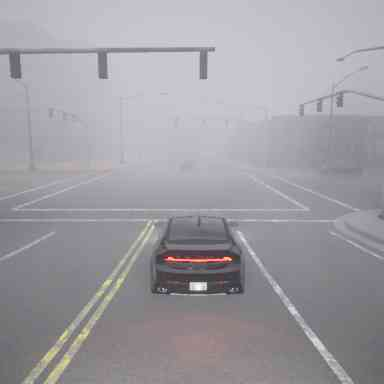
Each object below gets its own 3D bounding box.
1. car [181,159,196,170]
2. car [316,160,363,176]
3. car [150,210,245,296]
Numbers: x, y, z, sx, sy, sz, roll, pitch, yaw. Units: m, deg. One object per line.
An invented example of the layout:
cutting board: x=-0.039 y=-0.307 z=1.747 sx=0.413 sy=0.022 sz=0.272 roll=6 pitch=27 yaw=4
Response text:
car: x=-0.443 y=-3.649 z=43.629 sx=2.033 sy=1.411 sz=5.357 roll=0 pitch=8 yaw=4
car: x=15.708 y=-2.661 z=35.575 sx=4.553 sy=1.767 sz=2.097 roll=0 pitch=8 yaw=0
car: x=0.114 y=1.198 z=8.086 sx=1.837 sy=1.490 sz=4.892 roll=0 pitch=4 yaw=0
